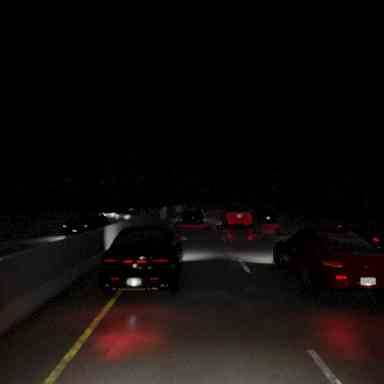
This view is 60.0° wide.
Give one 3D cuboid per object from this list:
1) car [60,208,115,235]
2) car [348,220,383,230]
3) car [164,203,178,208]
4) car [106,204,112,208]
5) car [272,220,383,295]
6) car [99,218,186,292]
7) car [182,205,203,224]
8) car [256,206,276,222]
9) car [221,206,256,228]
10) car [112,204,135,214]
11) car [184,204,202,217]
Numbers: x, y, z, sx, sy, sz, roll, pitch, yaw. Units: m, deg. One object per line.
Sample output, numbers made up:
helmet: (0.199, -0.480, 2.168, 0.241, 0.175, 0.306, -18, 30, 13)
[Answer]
car: (-7.091, 2.028, 22.719, 2.033, 1.411, 5.357, 0, -1, 0)
car: (7.105, 1.847, 13.608, 1.994, 1.385, 4.181, 0, -1, 0)
car: (-3.993, 2.902, 65.216, 1.837, 1.490, 4.892, -1, -1, 14)
car: (-13.003, 2.753, 55.031, 1.994, 1.385, 4.181, 0, -1, 8)
car: (3.604, 1.712, 9.113, 1.812, 1.442, 4.674, 0, -1, 0)
car: (-1.222, 1.699, 9.432, 1.837, 1.490, 4.892, 0, -1, 0)
car: (0.070, 2.155, 31.854, 1.882, 1.535, 5.008, 0, -1, 1)
car: (7.115, 2.217, 33.450, 1.837, 1.490, 4.892, 0, -1, 0)
car: (3.612, 1.937, 27.559, 2.097, 1.767, 4.553, 0, -1, 0)
car: (-9.996, 2.586, 50.278, 1.837, 1.490, 4.892, 0, -2, 6)
car: (0.192, 2.433, 44.124, 2.128, 1.511, 4.902, 0, -1, 3)
